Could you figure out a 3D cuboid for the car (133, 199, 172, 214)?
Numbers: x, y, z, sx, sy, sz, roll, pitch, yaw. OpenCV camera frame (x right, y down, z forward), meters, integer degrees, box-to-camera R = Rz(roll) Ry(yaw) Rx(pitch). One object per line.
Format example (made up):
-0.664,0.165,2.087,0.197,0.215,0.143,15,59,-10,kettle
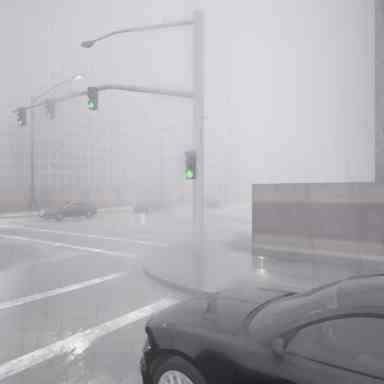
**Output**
-4.176,1.505,35.574,1.837,1.490,4.892,0,0,36,car

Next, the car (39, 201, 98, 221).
-10.105,1.491,27.436,2.128,1.511,4.902,0,0,34,car

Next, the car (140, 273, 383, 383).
1.731,1.478,2.771,5.008,1.535,1.882,0,0,37,car

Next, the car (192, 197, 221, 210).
1.994,1.478,44.029,1.882,1.535,5.008,0,0,36,car
